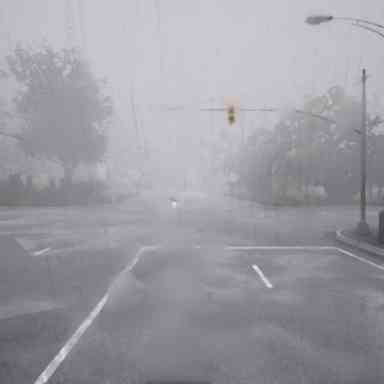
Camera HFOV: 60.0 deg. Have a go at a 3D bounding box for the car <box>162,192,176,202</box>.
[{"bbox_3d":[-3.387,0.771,50.059,1.812,1.442,4.674,0,1,0],"label":"car"}]
